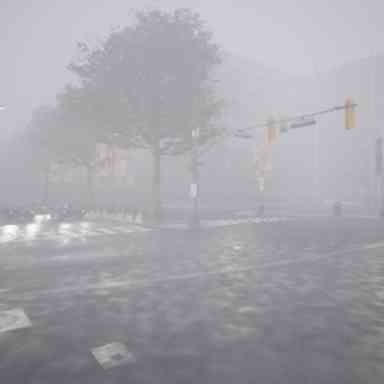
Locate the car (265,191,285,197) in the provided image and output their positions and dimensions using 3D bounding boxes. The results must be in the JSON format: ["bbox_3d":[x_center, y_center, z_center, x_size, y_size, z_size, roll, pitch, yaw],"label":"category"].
[{"bbox_3d":[21.798,0.866,87.321,2.435,2.045,5.566,0,0,-36],"label":"car"}]

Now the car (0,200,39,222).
[{"bbox_3d":[-13.926,1.592,26.512,1.895,1.301,4.718,0,0,-36],"label":"car"}]

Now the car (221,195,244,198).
[{"bbox_3d":[8.106,1.219,61.893,2.002,1.452,4.674,0,0,-36],"label":"car"}]

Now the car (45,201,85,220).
[{"bbox_3d":[-10.466,1.584,27.693,1.895,1.301,4.718,0,0,-36],"label":"car"}]

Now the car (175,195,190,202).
[{"bbox_3d":[-2.370,1.322,69.376,2.161,1.482,4.786,0,0,-36],"label":"car"}]

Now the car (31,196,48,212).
[{"bbox_3d":[-16.488,1.474,36.104,2.128,1.511,4.902,0,0,-36],"label":"car"}]
